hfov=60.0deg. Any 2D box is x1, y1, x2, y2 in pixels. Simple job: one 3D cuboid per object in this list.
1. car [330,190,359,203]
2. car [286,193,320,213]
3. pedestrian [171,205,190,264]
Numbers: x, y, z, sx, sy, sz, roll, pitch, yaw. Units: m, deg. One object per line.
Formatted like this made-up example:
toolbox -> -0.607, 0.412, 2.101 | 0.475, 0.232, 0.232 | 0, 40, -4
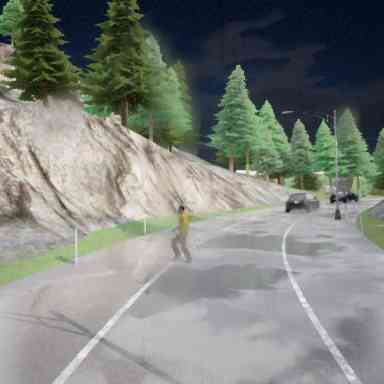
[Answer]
car -> 18.096, 0.541, 39.543 | 4.674, 1.442, 1.812 | -4, 0, -40
car -> 10.157, 0.858, 30.311 | 2.097, 1.767, 4.553 | -3, 0, 34
pedestrian -> -0.338, 1.292, 10.427 | 0.375, 1.860, 0.375 | 3, -3, 12
